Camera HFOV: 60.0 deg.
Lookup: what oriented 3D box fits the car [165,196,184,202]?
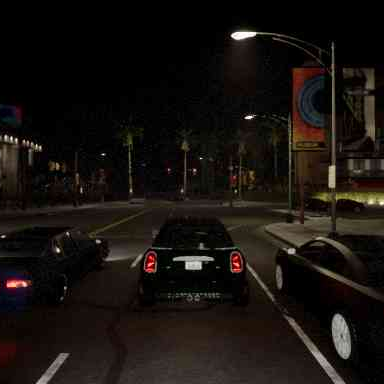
[{"bbox_3d":[-3.920,1.540,74.832,2.033,1.411,5.357,0,0,29],"label":"car"}]

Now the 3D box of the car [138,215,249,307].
[{"bbox_3d":[0.032,1.352,8.153,2.097,1.767,4.553,0,0,0],"label":"car"}]

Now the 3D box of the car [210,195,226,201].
[{"bbox_3d":[6.743,1.500,87.134,4.892,1.490,1.837,0,0,-40],"label":"car"}]

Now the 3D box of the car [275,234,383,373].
[{"bbox_3d":[2.880,1.480,5.816,2.097,1.535,5.008,0,0,-1],"label":"car"}]

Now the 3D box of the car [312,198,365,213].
[{"bbox_3d":[16.289,1.477,36.572,5.008,1.535,1.882,0,0,0],"label":"car"}]

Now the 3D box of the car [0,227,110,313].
[{"bbox_3d":[-3.469,1.547,7.934,2.033,1.411,5.357,0,0,0],"label":"car"}]

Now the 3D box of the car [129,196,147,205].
[{"bbox_3d":[-9.689,1.525,59.659,1.812,1.442,4.674,0,0,13],"label":"car"}]

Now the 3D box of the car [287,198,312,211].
[{"bbox_3d":[13.953,1.504,40.137,4.892,1.490,1.837,0,0,1],"label":"car"}]
